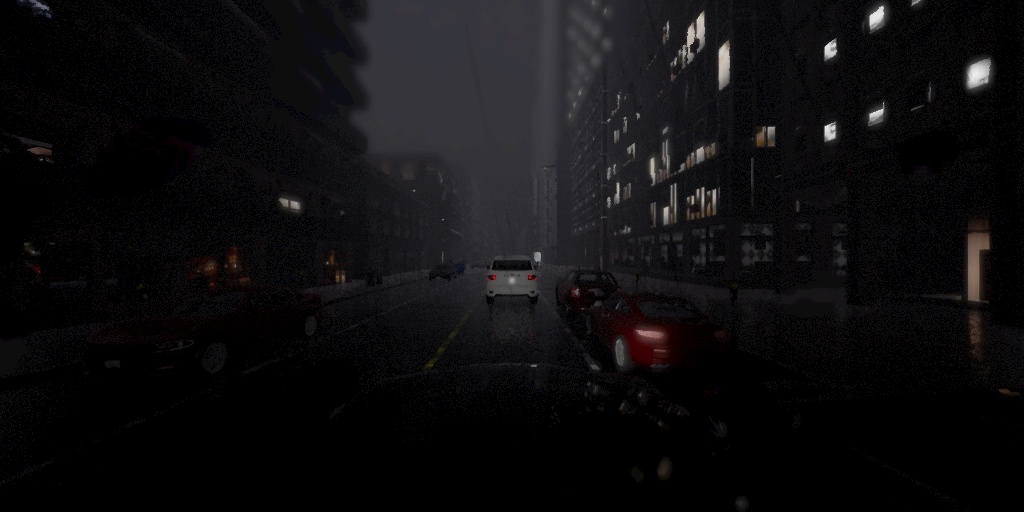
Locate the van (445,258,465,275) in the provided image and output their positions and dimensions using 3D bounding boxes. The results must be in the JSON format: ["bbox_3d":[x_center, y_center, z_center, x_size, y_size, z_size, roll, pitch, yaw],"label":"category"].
[{"bbox_3d":[-5.691,1.092,35.598,1.690,1.789,3.998,0,0,0],"label":"van"}]

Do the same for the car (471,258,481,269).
[{"bbox_3d":[-5.691,1.339,58.191,1.802,1.307,4.207,0,0,0],"label":"car"}]

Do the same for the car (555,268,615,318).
[{"bbox_3d":[2.689,1.188,13.002,1.967,1.591,4.097,0,0,0],"label":"car"}]

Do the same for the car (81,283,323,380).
[{"bbox_3d":[-5.691,1.293,7.355,1.888,1.381,4.507,0,0,0],"label":"car"}]

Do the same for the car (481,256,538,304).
[{"bbox_3d":[0.000,1.008,16.530,2.150,2.045,5.566,0,0,0],"label":"car"}]

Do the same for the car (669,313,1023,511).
[{"bbox_3d":[2.690,1.313,1.705,1.948,1.339,4.313,0,0,0],"label":"car"}]

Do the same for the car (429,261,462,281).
[{"bbox_3d":[-5.692,1.316,29.949,1.948,1.339,4.313,0,0,0],"label":"car"}]

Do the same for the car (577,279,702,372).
[{"bbox_3d":[2.689,1.330,7.355,1.802,1.307,4.207,0,0,0],"label":"car"}]
